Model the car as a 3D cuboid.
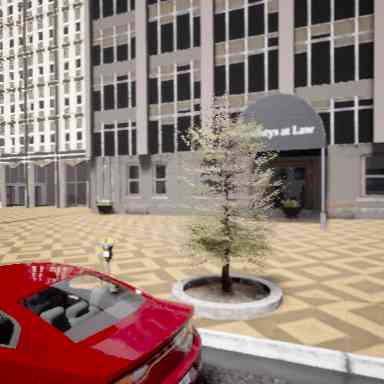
[{"bbox_3d":[-2.122,1.514,3.739,4.507,1.381,1.887,-1,2,23],"label":"car"}]
